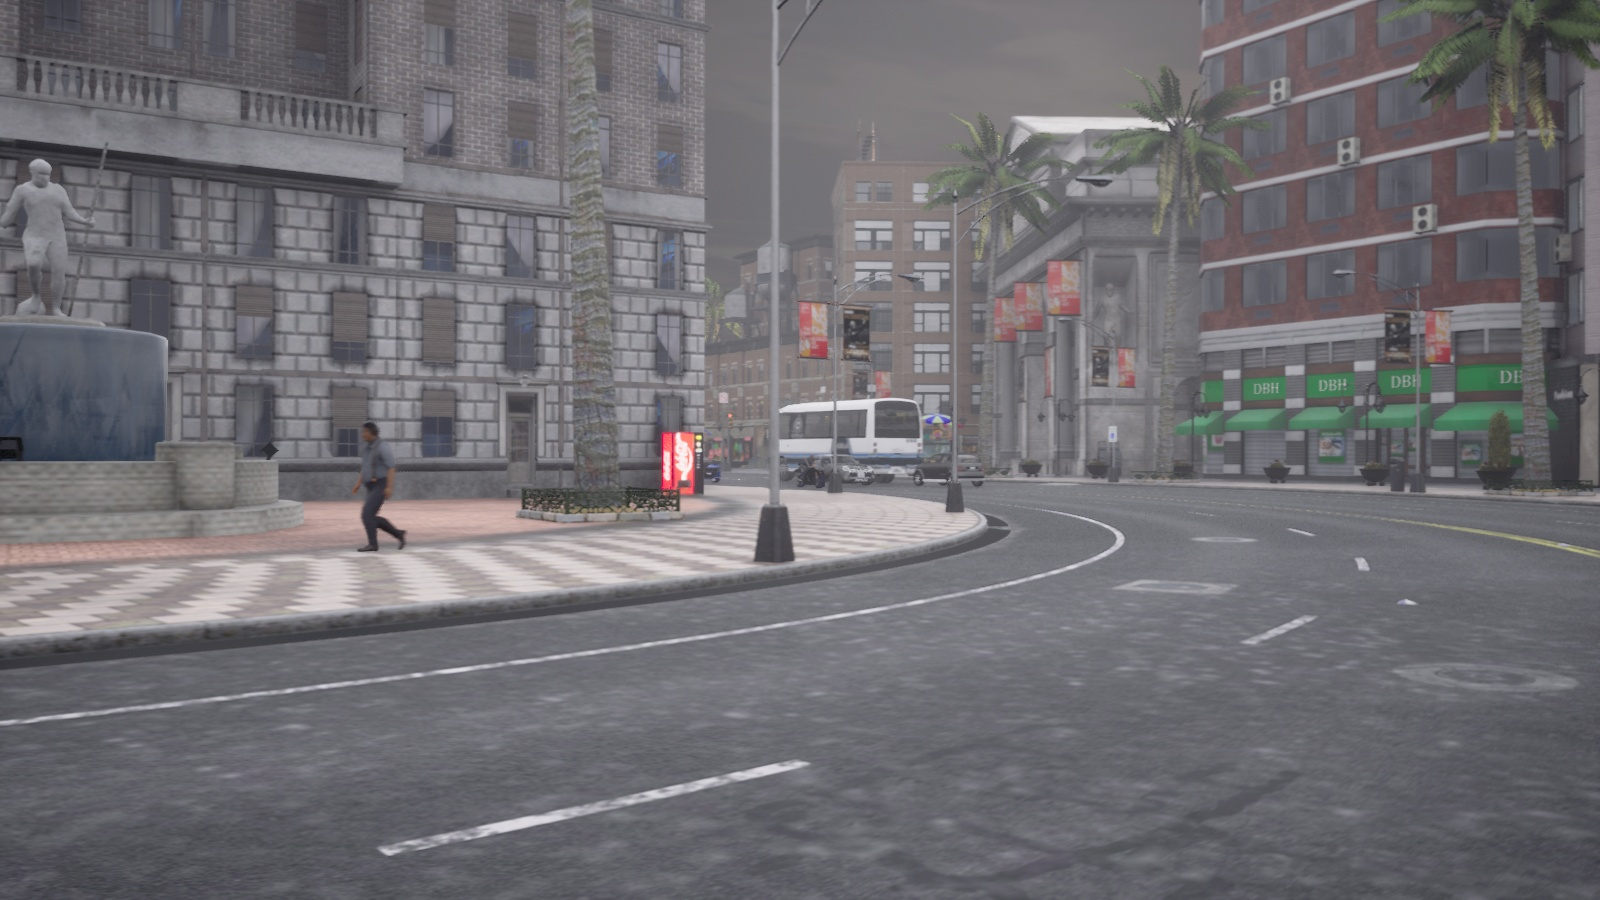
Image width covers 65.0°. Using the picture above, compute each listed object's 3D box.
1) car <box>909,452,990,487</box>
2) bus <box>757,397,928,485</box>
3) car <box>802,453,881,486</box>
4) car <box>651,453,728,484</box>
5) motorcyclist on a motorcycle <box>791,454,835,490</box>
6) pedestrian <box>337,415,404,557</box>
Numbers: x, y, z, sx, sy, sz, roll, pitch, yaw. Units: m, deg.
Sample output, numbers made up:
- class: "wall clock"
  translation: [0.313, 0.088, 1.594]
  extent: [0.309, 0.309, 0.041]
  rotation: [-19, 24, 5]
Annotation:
- class: "car"
  translation: [6.866, 0.892, 57.809]
  extent: [1.789, 1.549, 3.705]
  rotation: [0, 0, -31]
- class: "bus"
  translation: [1.984, -0.422, 65.916]
  extent: [3.944, 4.253, 10.273]
  rotation: [0, 0, -32]
- class: "car"
  translation: [1.914, 0.898, 59.212]
  extent: [1.970, 1.475, 3.806]
  rotation: [0, 0, -32]
- class: "car"
  translation: [-5.775, 0.951, 65.050]
  extent: [1.882, 1.535, 5.008]
  rotation: [0, 0, -32]
- class: "motorcyclist on a motorcycle"
  translation: [0.552, 0.957, 54.784]
  extent: [0.866, 1.530, 2.191]
  rotation: [0, 0, -31]
- class: "pedestrian"
  translation: [-5.753, 0.474, 16.819]
  extent: [0.694, 1.848, 0.540]
  rotation: [0, 0, -40]
